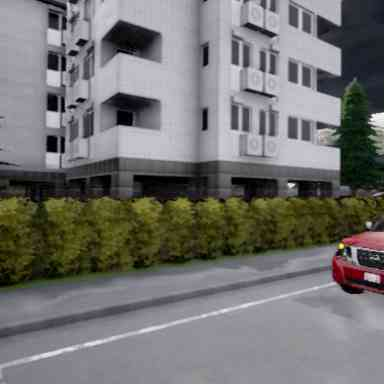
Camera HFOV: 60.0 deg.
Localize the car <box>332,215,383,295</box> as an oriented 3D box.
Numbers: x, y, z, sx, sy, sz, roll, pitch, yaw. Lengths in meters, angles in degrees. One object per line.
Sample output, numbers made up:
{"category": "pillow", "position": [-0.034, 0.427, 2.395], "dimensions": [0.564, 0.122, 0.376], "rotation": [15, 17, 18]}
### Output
{"category": "car", "position": [5.708, 1.323, 7.883], "dimensions": [5.566, 2.045, 2.150], "rotation": [1, -1, -34]}
